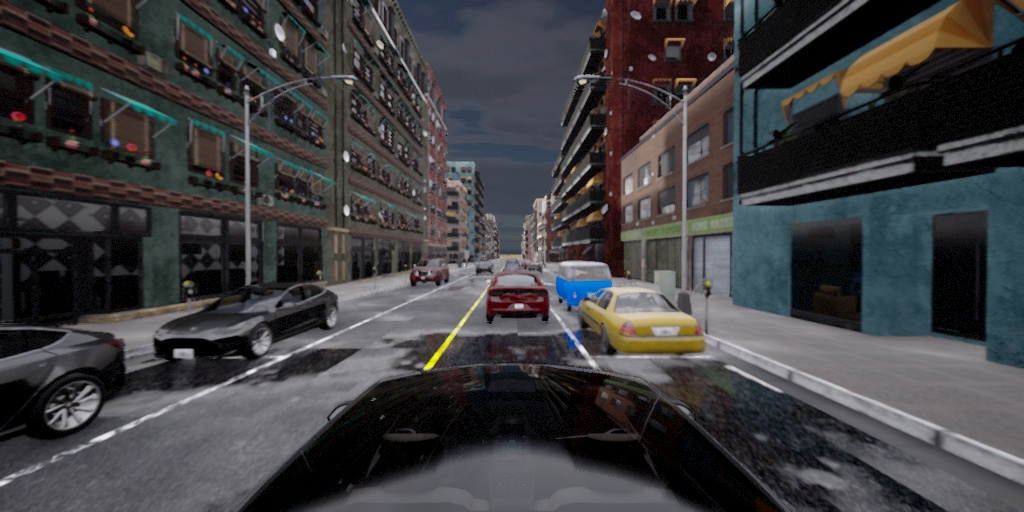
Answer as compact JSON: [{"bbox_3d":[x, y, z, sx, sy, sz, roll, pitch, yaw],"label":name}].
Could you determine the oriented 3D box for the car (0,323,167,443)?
[{"bbox_3d":[-5.691,1.317,2.715,1.948,1.339,4.313,0,0,0],"label":"car"}]

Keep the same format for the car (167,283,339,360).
[{"bbox_3d":[-5.692,1.322,8.399,1.948,1.339,4.313,0,0,0],"label":"car"}]

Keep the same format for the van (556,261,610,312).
[{"bbox_3d":[2.689,1.103,14.080,1.690,1.789,3.998,0,0,0],"label":"van"}]

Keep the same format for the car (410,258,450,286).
[{"bbox_3d":[-5.693,1.091,25.453,2.192,1.841,5.009,0,0,0],"label":"car"}]

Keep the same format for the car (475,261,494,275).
[{"bbox_3d":[-3.044,1.303,40.613,1.837,1.490,4.892,0,0,1],"label":"car"}]

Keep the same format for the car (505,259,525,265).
[{"bbox_3d":[0.099,1.358,38.431,1.994,1.385,4.181,0,0,0],"label":"car"}]

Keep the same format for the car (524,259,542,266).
[{"bbox_3d":[2.687,1.351,42.503,2.007,1.370,4.403,0,0,0],"label":"car"}]

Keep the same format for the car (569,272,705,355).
[{"bbox_3d":[2.689,1.282,8.566,1.751,1.417,4.829,0,0,0],"label":"car"}]

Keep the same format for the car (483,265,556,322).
[{"bbox_3d":[0.125,1.238,12.327,1.882,1.535,5.008,0,0,-2],"label":"car"}]
